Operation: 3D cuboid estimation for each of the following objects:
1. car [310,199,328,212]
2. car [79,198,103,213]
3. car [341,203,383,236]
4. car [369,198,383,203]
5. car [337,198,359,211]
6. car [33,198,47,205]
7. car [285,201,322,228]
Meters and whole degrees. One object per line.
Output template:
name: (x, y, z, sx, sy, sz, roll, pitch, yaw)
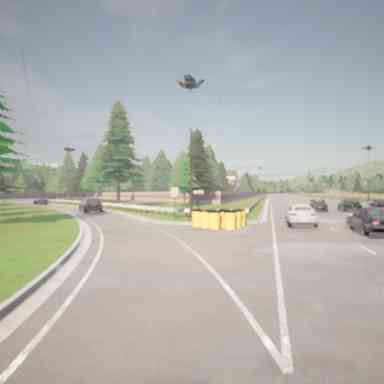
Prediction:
car: (14.935, 1.532, 39.655, 2.128, 1.511, 4.902, 0, 0, 13)
car: (-12.052, 1.531, 39.422, 2.097, 1.767, 4.553, 0, 0, -28)
car: (9.960, 1.550, 18.231, 2.033, 1.411, 5.357, 0, 0, 13)
car: (21.777, 1.505, 38.177, 1.837, 1.490, 4.892, 0, 0, 13)
car: (18.359, 1.525, 38.928, 1.837, 1.490, 4.892, 0, 0, 13)
car: (-30.396, 1.880, 66.596, 2.128, 1.511, 4.902, 0, 0, -37)
car: (7.389, 1.555, 22.690, 1.812, 1.442, 4.674, 0, 0, 13)
